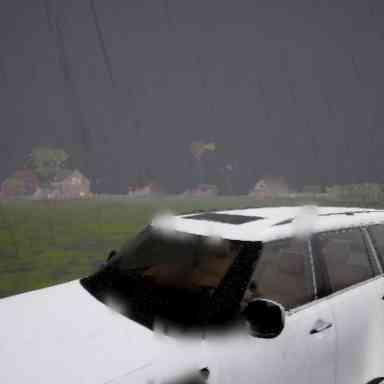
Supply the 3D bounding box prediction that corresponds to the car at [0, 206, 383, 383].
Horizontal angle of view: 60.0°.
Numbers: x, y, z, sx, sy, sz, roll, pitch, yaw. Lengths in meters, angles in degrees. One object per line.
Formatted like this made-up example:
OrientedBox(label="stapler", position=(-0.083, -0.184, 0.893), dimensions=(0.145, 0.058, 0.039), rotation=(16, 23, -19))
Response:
OrientedBox(label="car", position=(0.435, 1.219, 3.390), dimensions=(5.566, 2.045, 2.150), rotation=(0, 0, -37))
